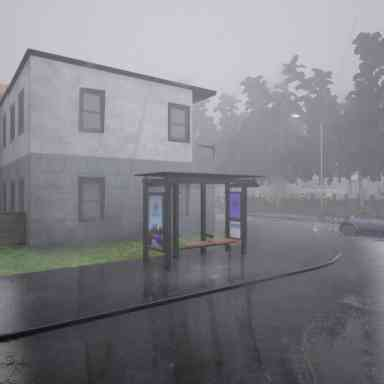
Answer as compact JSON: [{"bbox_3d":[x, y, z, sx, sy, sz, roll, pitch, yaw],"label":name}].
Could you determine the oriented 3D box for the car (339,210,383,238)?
[{"bbox_3d":[9.314,1.564,15.893,4.181,1.385,1.994,0,0,45],"label":"car"}]

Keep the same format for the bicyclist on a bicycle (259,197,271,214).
[{"bbox_3d":[7.145,1.349,32.428,1.656,1.620,0.582,0,0,-35],"label":"bicyclist on a bicycle"}]
